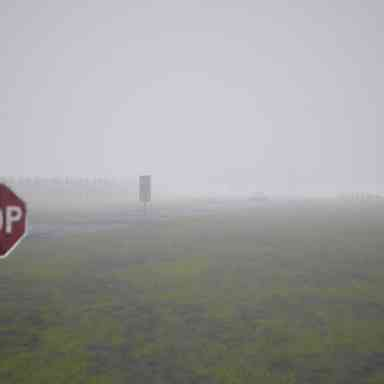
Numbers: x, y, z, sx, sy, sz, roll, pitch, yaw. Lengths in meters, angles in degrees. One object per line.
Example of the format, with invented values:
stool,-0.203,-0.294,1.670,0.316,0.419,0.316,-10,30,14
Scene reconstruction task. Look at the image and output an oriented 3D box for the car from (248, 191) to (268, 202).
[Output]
car,10.693,0.622,53.694,2.097,1.767,4.553,0,1,30
